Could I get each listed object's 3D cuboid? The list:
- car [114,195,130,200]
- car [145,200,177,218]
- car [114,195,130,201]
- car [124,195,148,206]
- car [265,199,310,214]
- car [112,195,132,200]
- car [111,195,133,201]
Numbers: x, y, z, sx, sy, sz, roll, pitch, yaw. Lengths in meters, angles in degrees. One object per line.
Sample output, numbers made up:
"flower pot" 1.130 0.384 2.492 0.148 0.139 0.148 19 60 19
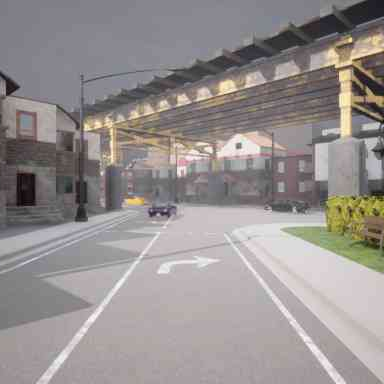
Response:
"car" -17.595 1.295 83.823 1.853 1.218 4.536 0 0 15
"car" -2.569 1.601 30.412 1.895 1.301 4.718 0 0 7
"car" -17.608 1.452 83.773 2.038 1.542 4.974 0 0 15
"car" -9.295 1.477 55.164 1.882 1.535 5.008 0 0 -45
"car" 10.103 1.504 35.576 1.837 1.490 4.892 0 0 -45
"car" -16.876 1.295 80.118 4.536 1.218 1.853 0 0 -15
"car" -16.927 1.452 80.105 4.974 1.542 2.038 0 0 -15
